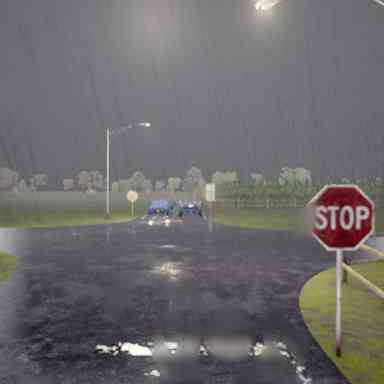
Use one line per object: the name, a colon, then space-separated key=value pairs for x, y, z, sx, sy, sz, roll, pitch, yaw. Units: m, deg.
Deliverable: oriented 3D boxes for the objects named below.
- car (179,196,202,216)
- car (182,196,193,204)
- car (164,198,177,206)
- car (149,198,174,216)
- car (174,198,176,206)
car: x=-0.165 y=1.350 z=32.791 sx=2.097 sy=1.767 sz=4.553 roll=0 pitch=0 yaw=-1
car: x=-0.965 y=1.543 z=63.941 sx=1.994 sy=1.385 sz=4.181 roll=0 pitch=0 yaw=-2
car: x=-3.513 y=1.587 z=53.893 sx=1.895 sy=1.301 sz=4.718 roll=0 pitch=0 yaw=-1
car: x=-3.111 y=1.476 z=32.638 sx=1.882 sy=1.535 sz=5.008 roll=0 pitch=0 yaw=-1
car: x=-3.309 y=1.540 z=43.749 sx=2.033 sy=1.411 sz=5.357 roll=0 pitch=0 yaw=-1
